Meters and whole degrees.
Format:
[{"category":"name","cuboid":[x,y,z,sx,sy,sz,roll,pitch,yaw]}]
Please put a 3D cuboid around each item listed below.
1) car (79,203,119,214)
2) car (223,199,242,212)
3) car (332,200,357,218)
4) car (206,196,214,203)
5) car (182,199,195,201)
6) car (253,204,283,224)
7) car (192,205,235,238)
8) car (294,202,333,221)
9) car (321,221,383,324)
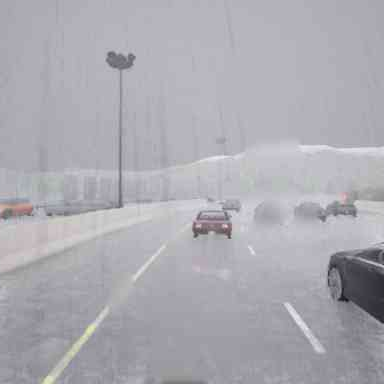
[{"category":"car","cuboid":[-8.000,1.488,29.336,1.837,1.490,4.892,0,0,10]},{"category":"car","cuboid":[4.627,1.559,38.262,2.033,1.411,5.357,0,0,13]},{"category":"car","cuboid":[13.832,1.524,31.013,2.128,1.511,4.902,0,0,11]},{"category":"car","cuboid":[2.954,1.566,68.241,1.994,1.385,4.181,0,0,22]},{"category":"car","cuboid":[-0.419,1.517,69.204,2.033,1.411,5.357,0,0,20]},{"category":"car","cuboid":[5.582,1.561,24.668,2.033,1.411,5.357,0,0,9]},{"category":"car","cuboid":[1.154,1.604,17.635,1.895,1.301,4.718,0,0,6]},{"category":"car","cuboid":[9.488,1.570,26.950,2.033,1.411,5.357,0,0,10]},{"category":"car","cuboid":[3.789,1.500,5.321,2.128,1.511,4.902,0,0,2]}]
